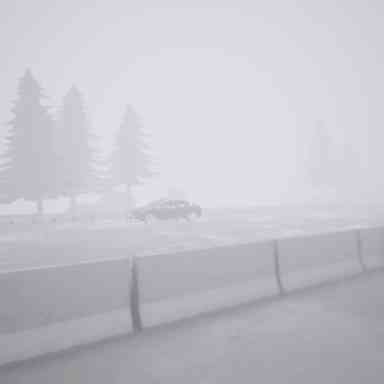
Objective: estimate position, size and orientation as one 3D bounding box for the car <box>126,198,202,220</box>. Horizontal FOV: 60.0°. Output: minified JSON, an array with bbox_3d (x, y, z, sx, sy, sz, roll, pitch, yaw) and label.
[{"bbox_3d":[-1.602,1.115,19.928,4.892,1.490,1.837,0,0,-36],"label":"car"}]
